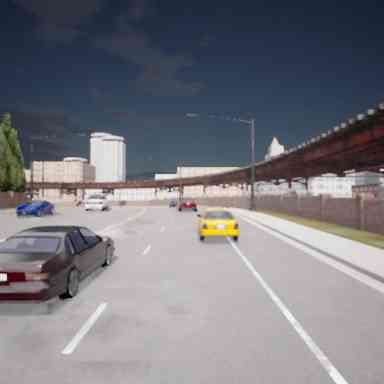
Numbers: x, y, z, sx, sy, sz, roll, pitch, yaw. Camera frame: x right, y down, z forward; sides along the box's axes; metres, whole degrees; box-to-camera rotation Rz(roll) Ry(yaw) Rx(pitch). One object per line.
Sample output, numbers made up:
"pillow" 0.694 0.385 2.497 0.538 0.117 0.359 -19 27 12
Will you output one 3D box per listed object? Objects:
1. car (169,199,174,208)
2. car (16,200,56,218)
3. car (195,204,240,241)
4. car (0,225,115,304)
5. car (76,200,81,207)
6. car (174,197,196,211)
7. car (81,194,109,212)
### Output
"car" -2.414 1.770 52.176 1.994 1.385 4.181 0 -1 -13
"car" -14.214 1.482 30.506 1.882 1.535 5.008 0 0 -2
"car" 1.232 1.460 16.772 1.801 1.575 5.366 0 0 0
"car" -3.396 1.550 8.376 2.033 1.411 5.357 0 0 0
"car" -23.371 2.468 70.492 1.812 1.442 4.674 1 -3 -23
"car" -0.679 1.389 40.736 2.097 1.767 4.553 0 0 -6
"car" -11.296 1.233 39.888 2.150 2.045 5.566 0 0 -7
